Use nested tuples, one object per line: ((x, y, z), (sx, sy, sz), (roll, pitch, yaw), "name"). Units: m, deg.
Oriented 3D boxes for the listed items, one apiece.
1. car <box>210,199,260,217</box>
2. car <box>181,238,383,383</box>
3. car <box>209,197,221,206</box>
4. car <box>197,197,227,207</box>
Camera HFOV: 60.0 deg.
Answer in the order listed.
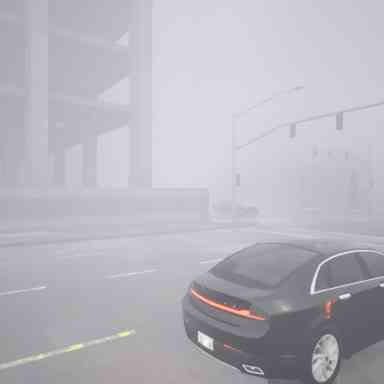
((4.172, 1.601, 31.720), (1.895, 1.301, 4.718), (0, 0, -36), "car")
((2.143, 1.505, 5.317), (4.892, 1.490, 1.837), (0, 0, -35), "car")
((4.037, 1.526, 37.874), (1.812, 1.442, 4.674), (0, 0, -36), "car")
((3.049, 1.491, 51.514), (2.128, 1.511, 4.902), (0, 0, -36), "car")
